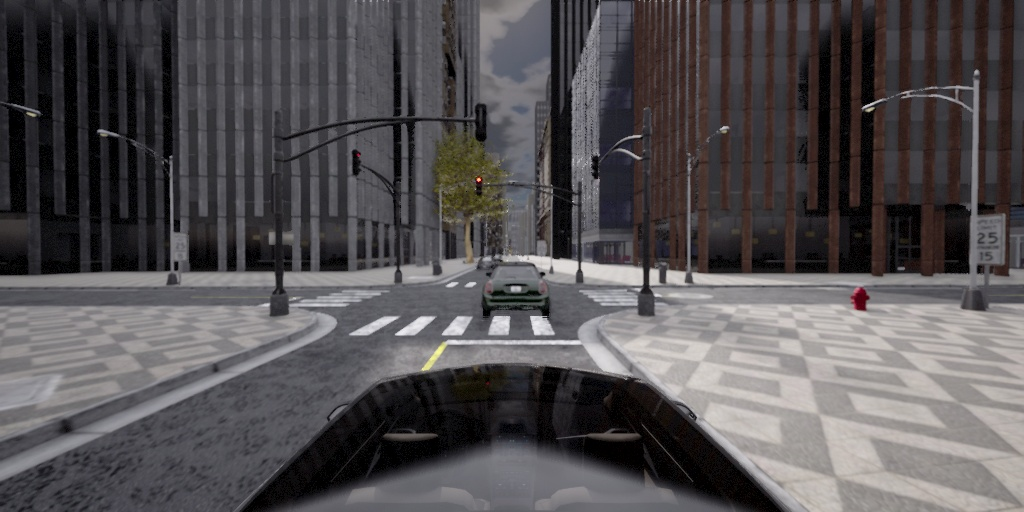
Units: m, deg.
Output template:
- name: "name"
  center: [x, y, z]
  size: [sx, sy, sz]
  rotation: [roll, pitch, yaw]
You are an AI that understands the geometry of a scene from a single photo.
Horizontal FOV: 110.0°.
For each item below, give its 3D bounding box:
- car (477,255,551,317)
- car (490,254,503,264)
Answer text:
- name: "car"
  center: [0.134, 0.969, 12.642]
  size: [2.097, 1.767, 4.553]
  rotation: [0, 1, 1]
- name: "car"
  center: [-2.691, 0.494, 62.701]
  size: [1.882, 1.535, 5.008]
  rotation: [0, 0, 1]
